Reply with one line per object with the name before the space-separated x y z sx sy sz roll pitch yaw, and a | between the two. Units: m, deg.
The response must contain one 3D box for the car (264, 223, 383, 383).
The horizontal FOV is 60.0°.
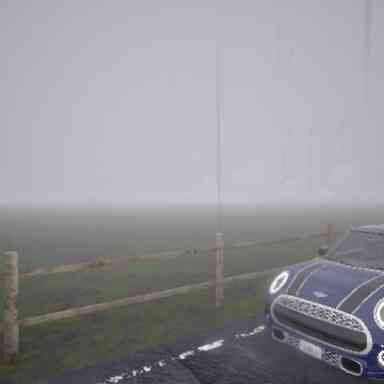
car | 3.290 1.351 5.434 4.553 1.767 2.097 0 0 -36
